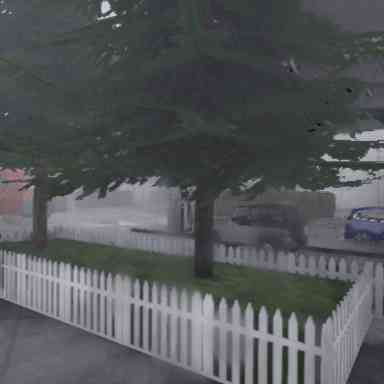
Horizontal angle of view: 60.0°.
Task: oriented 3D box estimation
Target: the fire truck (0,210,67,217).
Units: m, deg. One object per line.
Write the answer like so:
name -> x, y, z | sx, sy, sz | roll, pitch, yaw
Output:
fire truck -> -12.644, -0.084, 21.799 | 2.891, 3.827, 8.468 | 1, 0, 35

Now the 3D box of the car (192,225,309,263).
car -> 2.043, 1.263, 11.659 | 3.866, 1.878, 1.905 | 1, 0, 35

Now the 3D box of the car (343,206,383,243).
car -> 8.839, 1.472, 13.822 | 4.611, 1.667, 2.242 | 1, 0, 35
